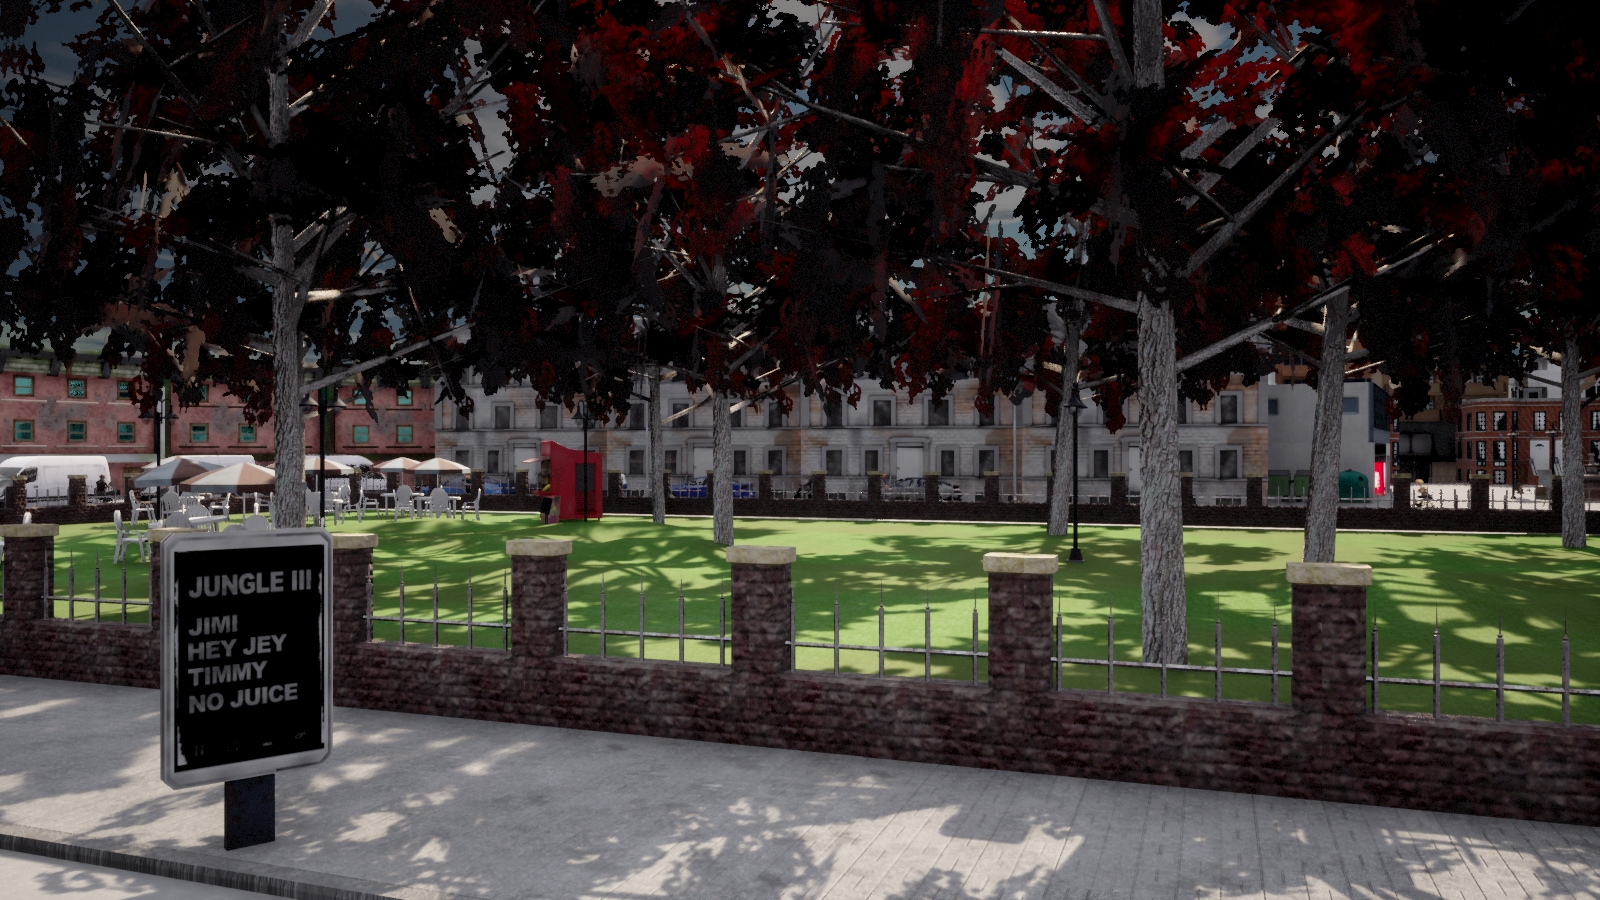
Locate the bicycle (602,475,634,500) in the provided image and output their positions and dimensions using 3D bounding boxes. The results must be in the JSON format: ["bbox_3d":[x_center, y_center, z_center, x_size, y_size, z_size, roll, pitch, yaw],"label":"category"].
[{"bbox_3d":[-9.502,1.948,59.688,1.643,1.296,0.373,0,0,20],"label":"bicycle"}]

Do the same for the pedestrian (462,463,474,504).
[{"bbox_3d":[-15.271,1.537,52.490,0.375,1.860,0.375,0,0,21],"label":"pedestrian"}]

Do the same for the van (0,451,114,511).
[{"bbox_3d":[-34.456,1.334,51.696,1.988,2.561,5.915,0,0,21],"label":"van"}]

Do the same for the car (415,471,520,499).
[{"bbox_3d":[-18.262,1.902,62.828,5.357,1.411,2.033,0,0,19],"label":"car"}]

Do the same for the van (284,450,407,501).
[{"bbox_3d":[-23.695,1.333,59.626,5.915,2.561,1.988,0,-2,-24],"label":"van"}]

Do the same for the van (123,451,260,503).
[{"bbox_3d":[-31.314,1.336,58.944,1.988,2.561,5.915,0,0,41],"label":"van"}]

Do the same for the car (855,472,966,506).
[{"bbox_3d":[5.260,1.833,54.337,4.902,1.511,2.128,0,0,20],"label":"car"}]
